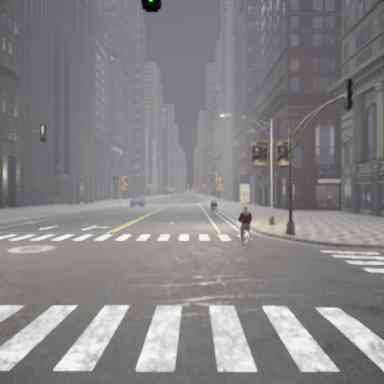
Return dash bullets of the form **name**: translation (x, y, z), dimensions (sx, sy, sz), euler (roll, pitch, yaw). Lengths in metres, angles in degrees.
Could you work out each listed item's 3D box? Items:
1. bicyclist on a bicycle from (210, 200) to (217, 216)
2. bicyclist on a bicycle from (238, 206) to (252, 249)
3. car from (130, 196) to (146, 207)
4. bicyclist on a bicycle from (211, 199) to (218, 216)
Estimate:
- **bicyclist on a bicycle**: translation (2.292, 1.730, 35.738), dimensions (0.582, 1.620, 1.656), euler (0, -1, 0)
- **bicyclist on a bicycle**: translation (2.276, 1.490, 14.346), dimensions (0.659, 1.776, 1.843), euler (0, 0, 0)
- **car**: translation (-9.680, 1.664, 59.766), dimensions (2.150, 2.045, 5.566), euler (0, 0, 0)
- **bicyclist on a bicycle**: translation (2.291, 1.633, 33.709), dimensions (0.659, 1.776, 1.843), euler (0, 0, 0)
